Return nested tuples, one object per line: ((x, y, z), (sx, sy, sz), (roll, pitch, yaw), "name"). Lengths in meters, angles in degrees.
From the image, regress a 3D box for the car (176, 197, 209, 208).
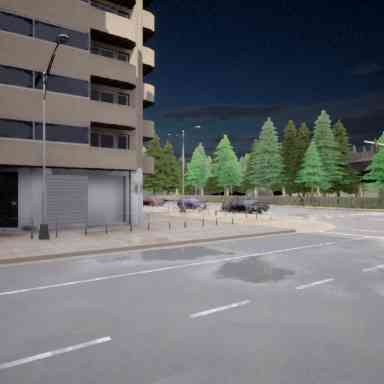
((-0.016, 1.492, 48.747), (2.033, 1.411, 5.357), (0, 0, -37), "car")

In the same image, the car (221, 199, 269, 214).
((5.363, 1.492, 35.010), (2.033, 1.411, 5.357), (0, 0, -37), "car")

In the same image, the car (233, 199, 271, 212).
((6.971, 1.508, 38.826), (1.994, 1.385, 4.181), (0, 0, -35), "car")

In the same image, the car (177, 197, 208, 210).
((-0.054, 1.470, 42.740), (1.812, 1.442, 4.674), (0, 0, -36), "car")

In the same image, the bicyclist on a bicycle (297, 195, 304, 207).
((15.132, 1.245, 46.411), (1.656, 1.620, 0.582), (0, 0, -35), "bicyclist on a bicycle")

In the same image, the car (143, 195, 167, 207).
((-6.294, 1.297, 50.455), (4.553, 1.767, 2.097), (0, 0, 43), "car")

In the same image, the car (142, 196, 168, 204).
((-7.160, 1.545, 64.420), (4.718, 1.301, 1.895), (0, 0, 31), "car")
